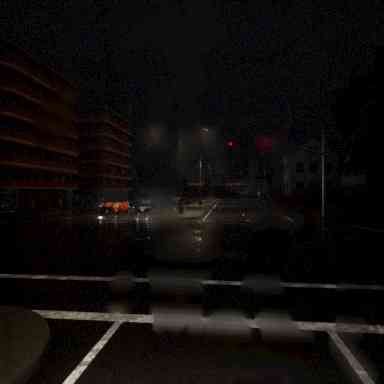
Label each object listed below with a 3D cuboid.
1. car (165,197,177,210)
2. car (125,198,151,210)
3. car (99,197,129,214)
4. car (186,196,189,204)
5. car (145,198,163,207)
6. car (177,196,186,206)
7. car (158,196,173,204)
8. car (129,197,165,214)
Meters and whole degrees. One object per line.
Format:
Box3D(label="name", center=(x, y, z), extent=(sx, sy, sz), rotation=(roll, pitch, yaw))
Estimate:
Box3D(label="car", center=(-3.634, 1.601, 44.090), extent=(1.895, 1.301, 4.718), rotation=(0, 0, 6))
Box3D(label="car", center=(-7.120, 1.545, 44.369), extent=(2.033, 1.411, 5.357), rotation=(0, 0, 6))
Box3D(label="car", center=(-8.105, 1.352, 34.951), extent=(2.097, 1.767, 4.553), rotation=(0, 0, 6))
Box3D(label="car", center=(-1.631, 1.505, 63.037), extent=(1.837, 1.490, 4.892), rotation=(0, 0, 7))
Box3D(label="car", center=(-6.124, 1.601, 53.900), extent=(1.895, 1.301, 4.718), rotation=(0, 0, 6))
Box3D(label="car", center=(-2.684, 1.491, 53.135), extent=(2.128, 1.511, 4.902), rotation=(0, 0, 6))
Box3D(label="car", center=(-5.062, 1.564, 63.874), extent=(1.994, 1.385, 4.181), rotation=(0, 0, 6))
Box3D(label="car", center=(-4.590, 1.491, 34.880), extent=(2.128, 1.511, 4.902), rotation=(0, 0, 6))
